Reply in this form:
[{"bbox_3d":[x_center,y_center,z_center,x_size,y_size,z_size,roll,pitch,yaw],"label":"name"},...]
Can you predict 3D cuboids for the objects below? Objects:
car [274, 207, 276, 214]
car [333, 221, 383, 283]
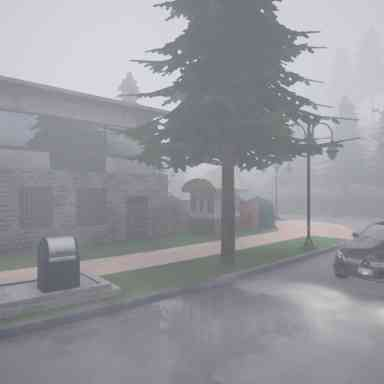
[{"bbox_3d":[4.879,1.443,28.962,4.718,1.301,1.895,0,0,43],"label":"car"},{"bbox_3d":[5.597,1.526,9.067,4.674,1.442,1.812,0,0,-43],"label":"car"}]
